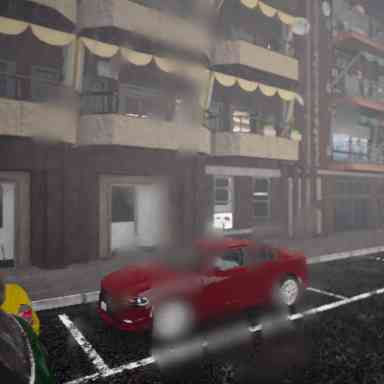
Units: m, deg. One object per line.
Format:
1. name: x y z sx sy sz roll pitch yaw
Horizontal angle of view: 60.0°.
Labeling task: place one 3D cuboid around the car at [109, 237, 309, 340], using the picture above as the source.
1. car: 0.428 1.639 6.684 4.507 1.381 1.887 1 -1 -34

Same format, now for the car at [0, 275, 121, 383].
1. car: -2.867 1.361 1.344 4.553 1.767 2.097 1 -1 -34

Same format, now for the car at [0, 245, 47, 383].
1. car: -4.297 1.557 3.506 4.829 1.417 1.752 1 -1 -34
